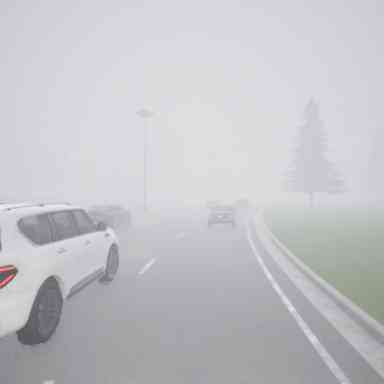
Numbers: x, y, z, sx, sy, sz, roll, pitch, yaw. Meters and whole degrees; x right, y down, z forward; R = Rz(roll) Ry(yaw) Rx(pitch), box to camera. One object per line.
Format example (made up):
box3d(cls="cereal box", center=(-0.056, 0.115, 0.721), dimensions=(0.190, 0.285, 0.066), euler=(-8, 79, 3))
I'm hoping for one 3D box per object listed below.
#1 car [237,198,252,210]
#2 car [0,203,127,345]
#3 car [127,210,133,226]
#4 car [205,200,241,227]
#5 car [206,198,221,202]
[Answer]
box3d(cls="car", center=(6.565, 1.505, 42.641), dimensions=(1.837, 1.490, 4.892), euler=(0, 0, 14))
box3d(cls="car", center=(-3.110, 1.220, 6.562), dimensions=(2.150, 2.045, 5.566), euler=(0, 0, 3))
box3d(cls="car", center=(-5.175, 1.501, 20.881), dimensions=(1.837, 1.490, 4.892), euler=(0, 0, 8))
box3d(cls="car", center=(2.117, 1.546, 22.717), dimensions=(2.033, 1.411, 5.357), euler=(0, 0, 8))
box3d(cls="car", center=(2.949, 1.475, 42.638), dimensions=(1.882, 1.535, 5.008), euler=(0, 0, 14))
